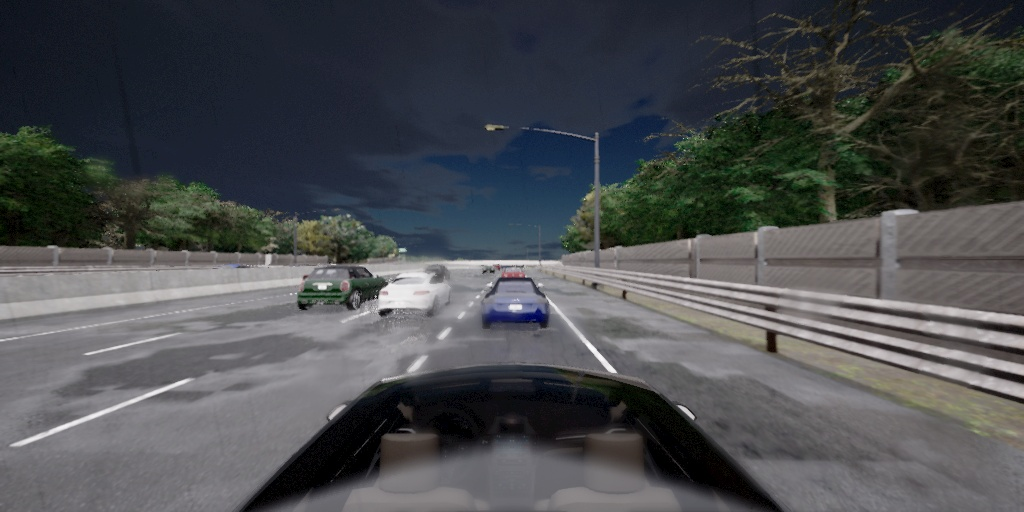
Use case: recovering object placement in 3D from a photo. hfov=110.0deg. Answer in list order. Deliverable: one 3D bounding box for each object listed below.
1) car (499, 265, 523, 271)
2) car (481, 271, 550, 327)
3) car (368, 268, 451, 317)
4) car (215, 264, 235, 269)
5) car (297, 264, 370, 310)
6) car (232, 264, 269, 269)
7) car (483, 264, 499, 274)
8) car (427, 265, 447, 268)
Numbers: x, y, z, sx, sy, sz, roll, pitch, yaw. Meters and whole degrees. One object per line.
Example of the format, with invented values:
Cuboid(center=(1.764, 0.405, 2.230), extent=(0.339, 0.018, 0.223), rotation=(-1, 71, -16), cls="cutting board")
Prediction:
Cuboid(center=(0.112, 1.614, 30.600), extent=(1.895, 1.301, 4.718), rotation=(0, -1, 0), cls="car")
Cuboid(center=(0.102, 1.365, 11.697), extent=(1.994, 1.385, 4.181), rotation=(0, 0, 0), cls="car")
Cuboid(center=(-3.497, 1.340, 13.478), extent=(1.812, 1.442, 4.674), rotation=(0, 0, 0), cls="car")
Cuboid(center=(-28.085, 1.577, 35.828), extent=(1.882, 1.535, 5.008), rotation=(0, -1, 0), cls="car")
Cuboid(center=(-6.897, 1.181, 15.161), extent=(2.097, 1.767, 4.553), rotation=(0, -1, 0), cls="car")
Cuboid(center=(-24.586, 1.692, 35.387), extent=(1.895, 1.301, 4.718), rotation=(0, -1, 0), cls="car")
Cuboid(center=(-3.489, 2.083, 56.189), extent=(1.895, 1.301, 4.718), rotation=(0, -1, 0), cls="car")
Cuboid(center=(-6.894, 1.560, 33.287), extent=(1.837, 1.490, 4.892), rotation=(0, -1, 0), cls="car")
